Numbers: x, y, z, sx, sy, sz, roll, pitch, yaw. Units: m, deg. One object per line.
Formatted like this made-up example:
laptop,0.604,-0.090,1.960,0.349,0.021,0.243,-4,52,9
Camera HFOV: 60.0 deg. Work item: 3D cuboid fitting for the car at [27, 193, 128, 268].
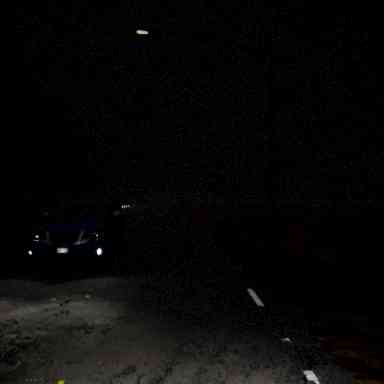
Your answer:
car,-3.607,1.180,11.526,2.150,2.045,5.566,0,0,-4

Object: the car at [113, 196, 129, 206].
car,-11.221,1.364,52.290,2.033,1.411,5.357,0,0,-17
